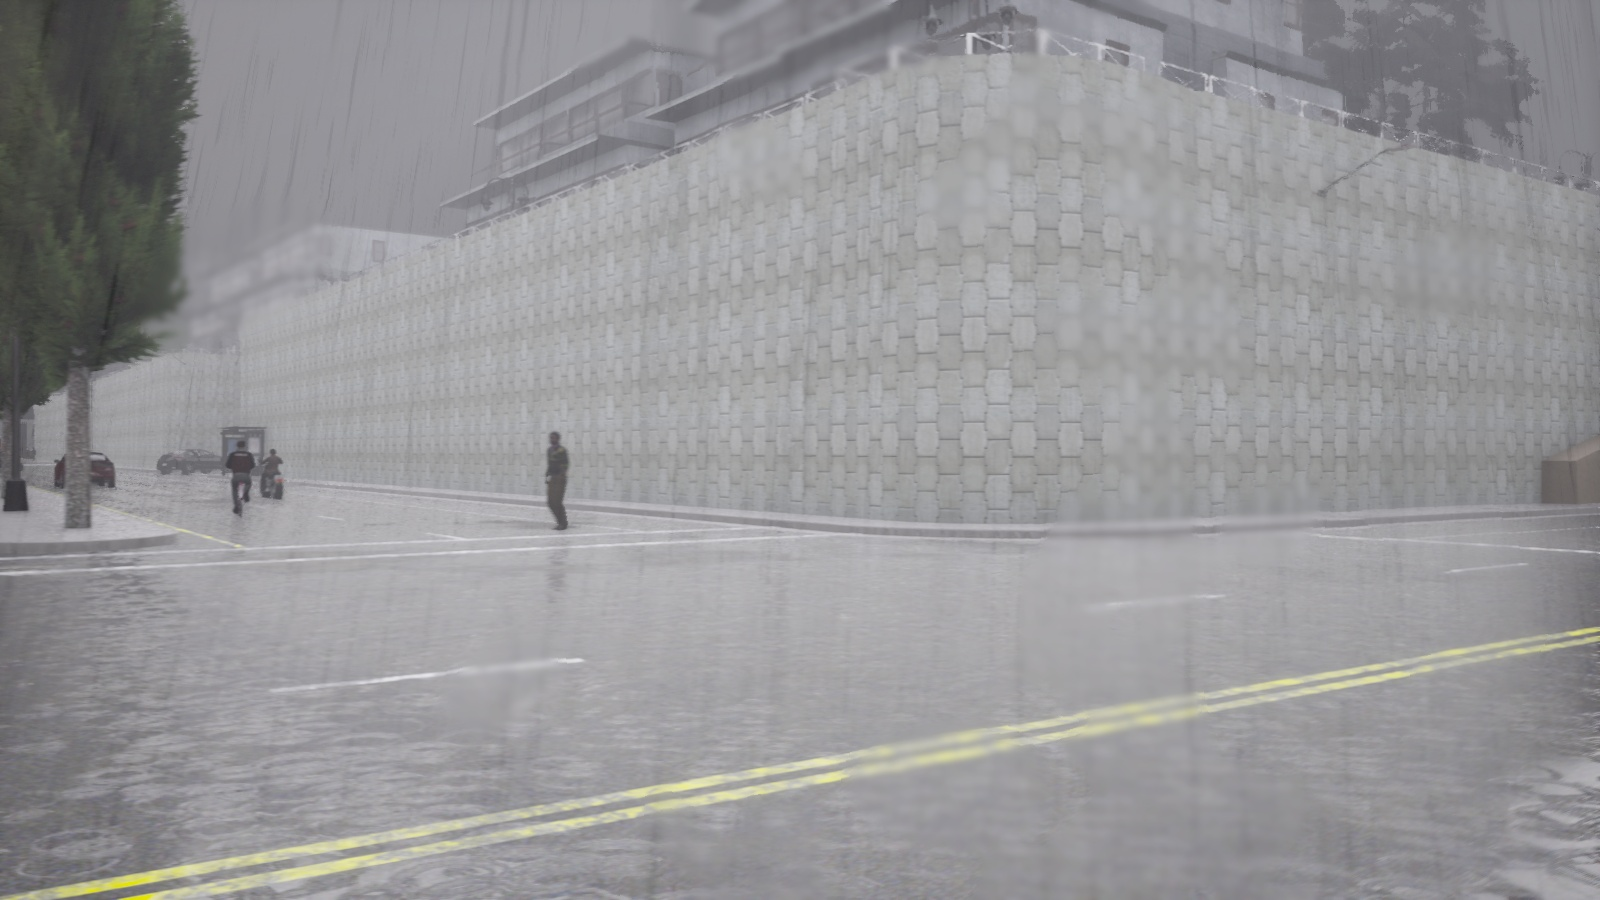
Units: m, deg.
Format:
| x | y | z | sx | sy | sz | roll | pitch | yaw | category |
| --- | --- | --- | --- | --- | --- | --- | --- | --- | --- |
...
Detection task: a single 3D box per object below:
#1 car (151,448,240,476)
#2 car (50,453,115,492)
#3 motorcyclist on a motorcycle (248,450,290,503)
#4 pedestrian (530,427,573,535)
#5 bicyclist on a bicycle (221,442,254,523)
| x | y | z | sx | sy | sz | roll | pitch | yaw | category |
| --- | --- | --- | --- | --- | --- | --- | --- | --- | --- |
| -39.178 | 0.765 | 81.531 | 2.152 | 1.651 | 5.027 | -1 | 0 | 22 | car |
| -29.971 | 0.914 | 52.401 | 1.882 | 1.535 | 5.008 | 0 | 0 | -35 | car |
| -17.012 | 0.830 | 40.185 | 0.766 | 1.649 | 2.350 | 0 | 0 | -35 | motorcyclist on a motorcycle |
| -4.527 | 0.556 | 22.880 | 0.395 | 1.930 | 0.692 | 0 | 0 | 35 | pedestrian |
| -12.673 | 0.712 | 28.291 | 0.659 | 1.776 | 1.843 | 0 | 0 | -24 | bicyclist on a bicycle |
